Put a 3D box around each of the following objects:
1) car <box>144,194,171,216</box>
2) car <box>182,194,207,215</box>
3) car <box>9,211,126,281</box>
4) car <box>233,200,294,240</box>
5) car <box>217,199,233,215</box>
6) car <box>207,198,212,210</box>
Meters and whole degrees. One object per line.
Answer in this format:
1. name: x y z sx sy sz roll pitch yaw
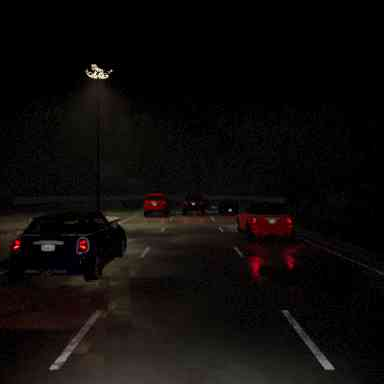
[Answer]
1. car: -3.327 1.219 32.668 2.150 2.045 5.566 0 0 1
2. car: 0.231 1.222 33.730 2.150 2.045 5.566 0 0 2
3. car: -3.401 1.351 10.001 2.097 1.767 4.553 0 0 0
4. car: 3.600 1.352 17.038 2.097 1.767 4.553 0 0 0
5. car: 3.748 1.502 34.371 1.837 1.490 4.892 0 -1 2
6. car: 1.385 1.492 43.577 2.128 1.511 4.902 0 0 12
